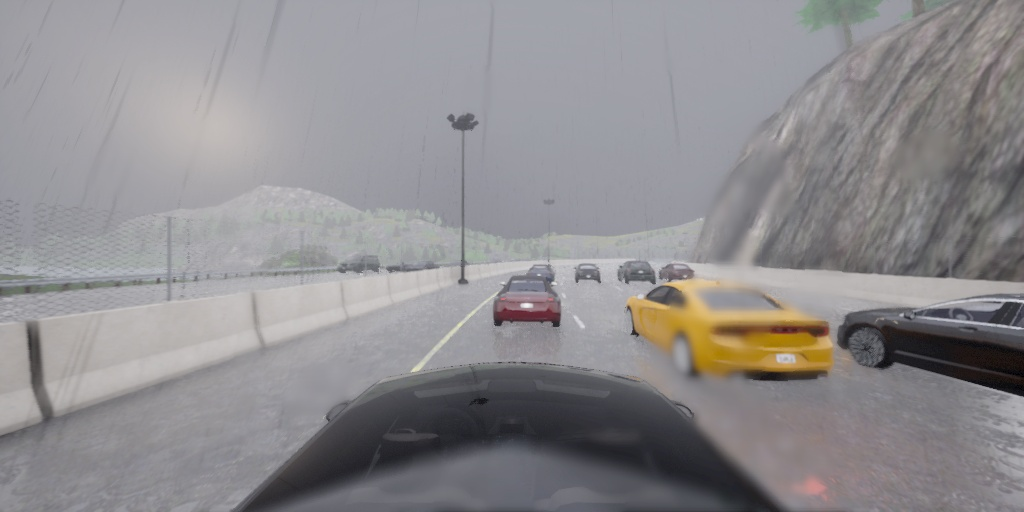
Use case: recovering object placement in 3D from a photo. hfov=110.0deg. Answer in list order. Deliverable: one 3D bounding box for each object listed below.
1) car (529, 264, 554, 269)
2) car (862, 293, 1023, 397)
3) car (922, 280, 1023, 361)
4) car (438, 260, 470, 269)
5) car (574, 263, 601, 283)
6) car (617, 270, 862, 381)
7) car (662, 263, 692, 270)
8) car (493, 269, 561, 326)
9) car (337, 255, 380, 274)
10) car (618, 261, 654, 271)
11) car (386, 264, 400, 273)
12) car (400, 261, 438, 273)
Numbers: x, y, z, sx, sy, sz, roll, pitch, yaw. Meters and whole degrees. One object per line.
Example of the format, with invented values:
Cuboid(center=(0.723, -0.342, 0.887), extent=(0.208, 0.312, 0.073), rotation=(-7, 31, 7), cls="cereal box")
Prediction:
Cuboid(center=(2.224, 1.314, 27.342), extent=(1.994, 1.385, 4.181), rotation=(0, 0, 9), cls="car")
Cuboid(center=(7.214, 1.257, 4.931), extent=(2.128, 1.511, 4.902), rotation=(0, 0, 1), cls="car")
Cuboid(center=(10.744, 1.299, 6.294), extent=(1.812, 1.442, 4.674), rotation=(0, 0, 2), cls="car")
Cuboid(center=(-6.207, 1.235, 40.447), extent=(1.837, 1.490, 4.892), rotation=(0, 0, 13), cls="car")
Cuboid(center=(5.844, 1.283, 27.979), extent=(1.812, 1.442, 4.674), rotation=(0, 0, 9), cls="car")
Cuboid(center=(3.795, 1.235, 7.327), extent=(1.882, 1.535, 5.008), rotation=(0, 0, 2), cls="car")
Cuboid(center=(13.004, 1.299, 28.382), extent=(1.812, 1.442, 4.674), rotation=(0, 0, 9), cls="car")
Cuboid(center=(0.525, 1.313, 11.728), extent=(1.994, 1.385, 4.181), rotation=(0, 0, 4), cls="car")
Cuboid(center=(-17.019, 0.925, 40.155), extent=(2.150, 2.045, 5.566), rotation=(0, 0, 12), cls="car")
Cuboid(center=(9.228, 1.118, 26.884), extent=(2.097, 1.767, 4.553), rotation=(0, 0, 9), cls="car")
Cuboid(center=(-12.911, 1.314, 42.593), extent=(1.895, 1.301, 4.718), rotation=(0, 0, 13), cls="car")
Cuboid(center=(-9.924, 1.267, 39.931), extent=(2.033, 1.411, 5.357), rotation=(0, 0, 12), cls="car")
